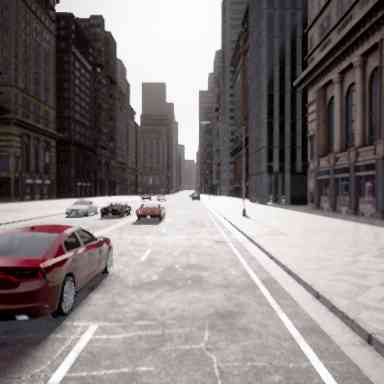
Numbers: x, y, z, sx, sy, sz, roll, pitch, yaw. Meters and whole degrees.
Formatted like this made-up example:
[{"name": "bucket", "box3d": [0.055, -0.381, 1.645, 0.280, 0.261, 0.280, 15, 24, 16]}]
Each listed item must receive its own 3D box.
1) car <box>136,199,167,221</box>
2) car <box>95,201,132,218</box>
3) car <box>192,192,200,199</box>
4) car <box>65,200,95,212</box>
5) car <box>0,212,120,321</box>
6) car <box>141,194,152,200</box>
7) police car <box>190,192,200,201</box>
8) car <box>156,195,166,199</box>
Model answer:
[{"name": "car", "box3d": [-3.146, 1.510, 26.345, 1.895, 1.301, 4.718, 0, 0, 0]}, {"name": "car", "box3d": [-6.593, 1.501, 29.012, 1.895, 1.301, 4.718, 0, 0, 0]}, {"name": "car", "box3d": [0.991, 0.945, 93.946, 2.150, 2.045, 5.566, 0, 0, 0]}, {"name": "car", "box3d": [-9.841, 1.422, 30.076, 1.812, 1.442, 4.674, 0, 0, 0]}, {"name": "car", "box3d": [-3.150, 1.452, 7.406, 1.882, 1.535, 5.008, 0, 0, 0]}, {"name": "car", "box3d": [-9.740, 1.216, 71.475, 1.994, 1.385, 4.181, 0, 0, 0]}, {"name": "police car", "box3d": [0.988, 1.180, 78.026, 1.930, 1.638, 5.238, 0, 0, 0]}, {"name": "car", "box3d": [-6.489, 1.285, 70.440, 1.812, 1.442, 4.674, 0, 0, 0]}]
